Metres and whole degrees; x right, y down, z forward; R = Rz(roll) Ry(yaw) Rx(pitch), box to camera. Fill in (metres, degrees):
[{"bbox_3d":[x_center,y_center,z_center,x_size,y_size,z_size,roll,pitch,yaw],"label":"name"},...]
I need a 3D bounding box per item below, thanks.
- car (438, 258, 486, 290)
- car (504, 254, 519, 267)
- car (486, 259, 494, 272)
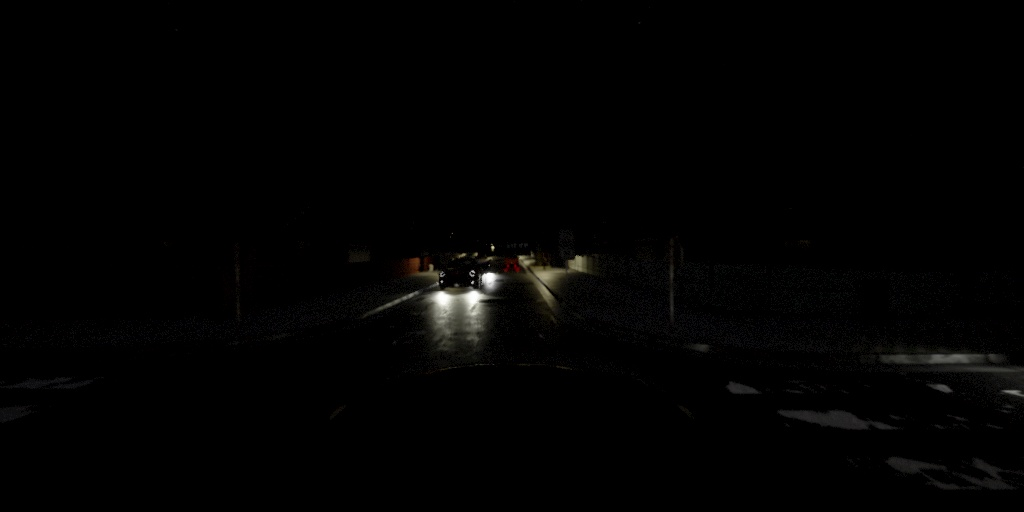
[{"bbox_3d":[-2.884,0.910,20.858,2.097,1.767,4.553,-1,1,0],"label":"car"},{"bbox_3d":[-0.061,0.595,46.329,1.882,1.535,5.008,-1,1,0],"label":"car"},{"bbox_3d":[-2.890,0.933,36.505,1.895,1.301,4.718,-1,1,0],"label":"car"}]
